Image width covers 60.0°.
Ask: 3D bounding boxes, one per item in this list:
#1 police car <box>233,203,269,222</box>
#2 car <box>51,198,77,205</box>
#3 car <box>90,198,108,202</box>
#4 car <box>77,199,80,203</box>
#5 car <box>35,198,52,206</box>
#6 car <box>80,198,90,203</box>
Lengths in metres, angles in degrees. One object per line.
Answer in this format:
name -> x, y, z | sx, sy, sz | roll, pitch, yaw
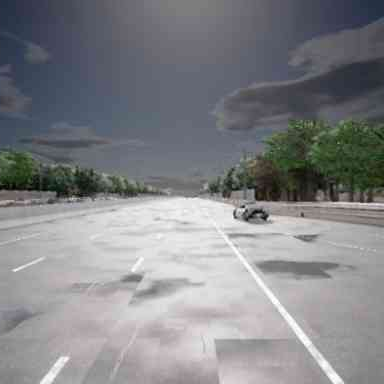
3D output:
police car -> 5.054, 1.748, 29.632 | 2.038, 1.542, 4.974 | -1, -1, -10
car -> -24.502, 2.119, 64.028 | 2.033, 1.411, 5.357 | 0, -1, 0
car -> -17.510, 1.937, 64.543 | 2.097, 1.767, 4.553 | 0, -1, 0
car -> -28.002, 2.246, 79.349 | 1.812, 1.442, 4.674 | 0, -1, 0
car -> -28.002, 1.930, 63.548 | 2.097, 1.767, 4.553 | 0, -1, 0
car -> -24.502, 2.251, 79.821 | 1.812, 1.442, 4.674 | 0, -1, 0
